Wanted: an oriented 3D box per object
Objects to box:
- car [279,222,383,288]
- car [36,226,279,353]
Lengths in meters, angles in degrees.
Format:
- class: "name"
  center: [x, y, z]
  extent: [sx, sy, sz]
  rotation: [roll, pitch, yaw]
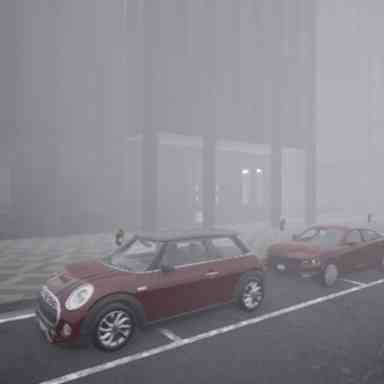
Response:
- class: "car"
  center: [3.997, 1.585, 9.375]
  extent: [4.507, 1.381, 1.887]
  rotation: [0, 0, -35]
- class: "car"
  center: [-0.596, 1.454, 6.104]
  extent: [4.097, 1.590, 1.967]
  rotation: [0, 0, -35]
